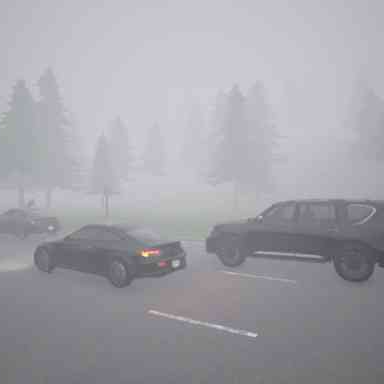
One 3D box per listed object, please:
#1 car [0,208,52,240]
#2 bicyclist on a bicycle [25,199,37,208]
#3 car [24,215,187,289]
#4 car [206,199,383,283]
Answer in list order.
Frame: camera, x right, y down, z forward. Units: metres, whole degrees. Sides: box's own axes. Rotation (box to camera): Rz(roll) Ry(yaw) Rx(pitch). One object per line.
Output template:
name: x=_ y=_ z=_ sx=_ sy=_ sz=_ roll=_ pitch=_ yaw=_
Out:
car: x=-8.722 y=1.525 z=17.082 sx=4.674 sy=1.442 sz=1.812 roll=0 pitch=0 yaw=31
bicyclist on a bicycle: x=-11.806 y=1.312 z=24.397 sx=0.582 sy=1.620 sz=1.656 roll=0 pitch=-2 yaw=6
car: x=-2.327 y=1.525 z=9.136 sx=4.674 sy=1.442 sz=1.812 roll=0 pitch=0 yaw=32
car: x=3.168 y=1.219 z=9.876 sx=5.566 sy=2.045 sz=2.150 roll=0 pitch=0 yaw=29
